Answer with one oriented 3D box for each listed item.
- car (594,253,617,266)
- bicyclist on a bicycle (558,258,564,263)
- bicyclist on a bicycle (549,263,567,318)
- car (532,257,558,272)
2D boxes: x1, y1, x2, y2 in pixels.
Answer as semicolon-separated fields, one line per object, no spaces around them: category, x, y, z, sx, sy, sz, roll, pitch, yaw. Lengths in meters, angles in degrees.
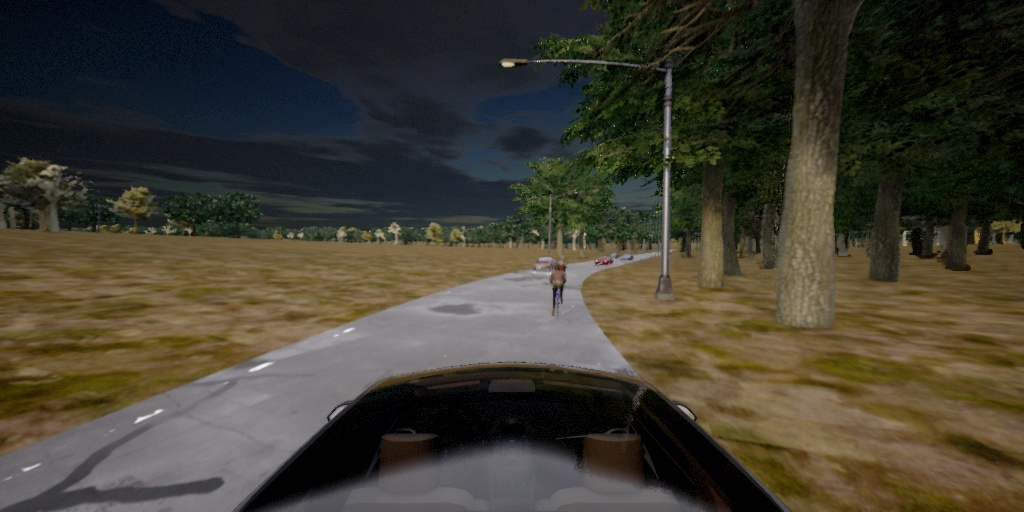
car;13.274;0.688;51.467;1.895;1.301;4.718;2;2;26
bicyclist on a bicycle;2.786;0.970;20.212;0.659;1.776;1.843;1;1;11
bicyclist on a bicycle;1.479;1.140;11.631;0.582;1.620;1.656;1;0;6
car;3.509;0.796;37.114;1.812;1.442;4.674;2;2;20
